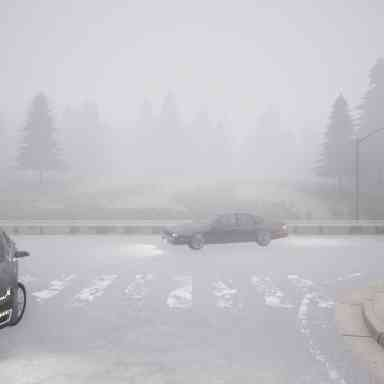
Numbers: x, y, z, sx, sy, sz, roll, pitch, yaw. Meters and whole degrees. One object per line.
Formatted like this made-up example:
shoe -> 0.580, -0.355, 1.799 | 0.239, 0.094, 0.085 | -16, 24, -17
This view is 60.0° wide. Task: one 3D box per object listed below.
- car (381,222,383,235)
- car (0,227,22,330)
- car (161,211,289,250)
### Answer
car -> 11.237, 1.492, 15.070 | 4.902, 1.511, 2.128 | 0, 0, 0
car -> -4.457, 1.505, 6.550 | 1.837, 1.490, 4.892 | 0, 0, -28
car -> 1.458, 1.547, 14.191 | 5.357, 1.411, 2.033 | 0, 0, -20
